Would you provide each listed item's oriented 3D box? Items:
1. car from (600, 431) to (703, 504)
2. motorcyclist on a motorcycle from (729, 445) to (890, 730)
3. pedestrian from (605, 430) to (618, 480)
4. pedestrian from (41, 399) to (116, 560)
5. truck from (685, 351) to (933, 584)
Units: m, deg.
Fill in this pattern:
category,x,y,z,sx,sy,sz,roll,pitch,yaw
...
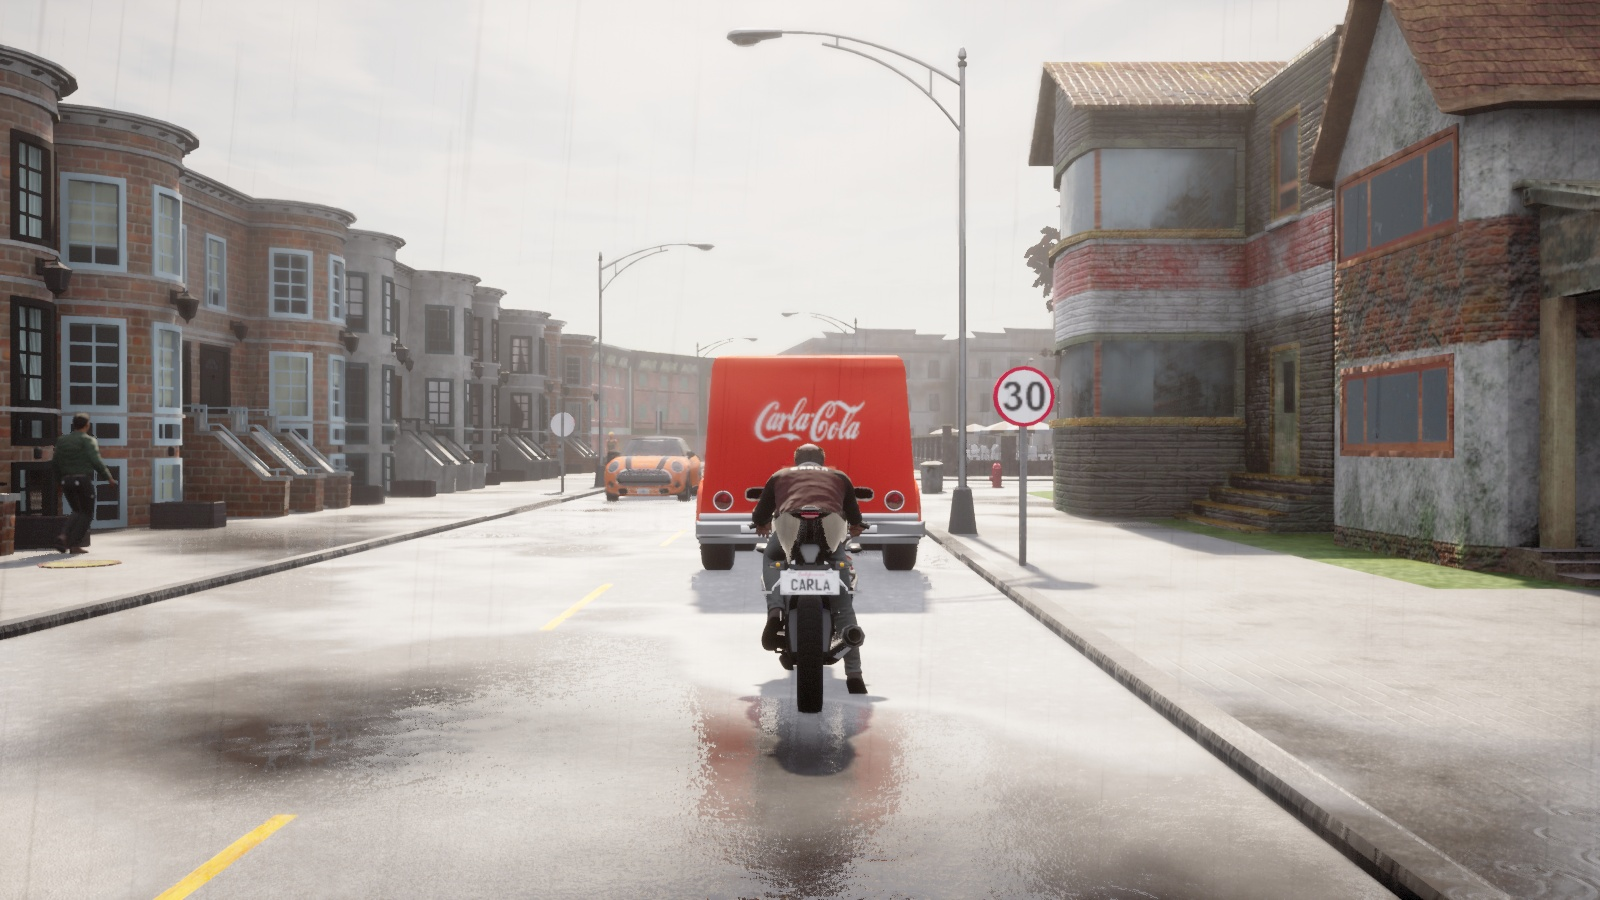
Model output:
category,x,y,z,sx,sy,sz,roll,pitch,yaw
car,-3.825,0.415,33.032,2.097,1.767,4.553,0,0,1
motorcyclist on a motorcycle,0.059,0.737,7.850,0.866,1.530,2.191,0,0,0
pedestrian,-7.020,0.187,46.763,0.345,1.836,0.594,0,0,4
pedestrian,-8.989,0.357,15.667,0.423,1.949,0.788,0,0,5
truck,0.105,0.170,15.910,2.627,2.467,5.204,0,0,0
